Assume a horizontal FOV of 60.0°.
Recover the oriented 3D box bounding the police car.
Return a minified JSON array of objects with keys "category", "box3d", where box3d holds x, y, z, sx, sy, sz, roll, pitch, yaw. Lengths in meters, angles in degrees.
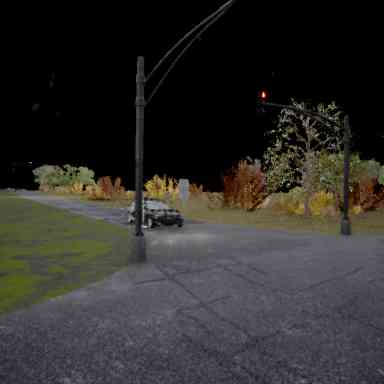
[{"category":"police car","box3d":[-2.272,1.173,19.557,1.930,1.638,5.238,1,0,-32]}]
